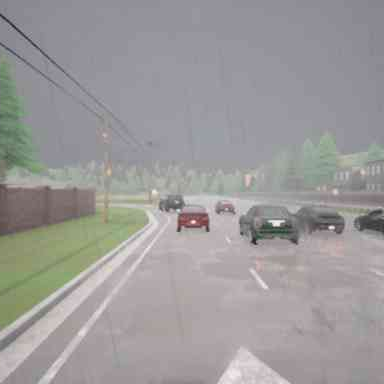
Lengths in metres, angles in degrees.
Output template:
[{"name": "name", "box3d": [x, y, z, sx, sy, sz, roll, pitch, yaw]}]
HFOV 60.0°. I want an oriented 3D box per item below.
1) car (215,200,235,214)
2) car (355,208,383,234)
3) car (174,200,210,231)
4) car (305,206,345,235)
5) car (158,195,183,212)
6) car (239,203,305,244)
[{"name": "car", "box3d": [3.543, 1.615, 36.365, 1.812, 1.442, 4.674, 0, 0, 0]}, {"name": "car", "box3d": [10.565, 1.571, 17.818, 1.812, 1.442, 4.674, 0, 0, 0]}, {"name": "car", "box3d": [0.075, 1.530, 20.992, 1.882, 1.535, 5.008, 0, 0, 0]}, {"name": "car", "box3d": [7.077, 1.554, 19.271, 1.837, 1.490, 4.892, 0, 0, 0]}, {"name": "car", "box3d": [-2.513, 1.319, 39.832, 2.150, 2.045, 5.566, 0, 0, -18]}, {"name": "car", "box3d": [3.580, 1.393, 16.209, 2.097, 1.767, 4.553, 0, 0, 0]}]
